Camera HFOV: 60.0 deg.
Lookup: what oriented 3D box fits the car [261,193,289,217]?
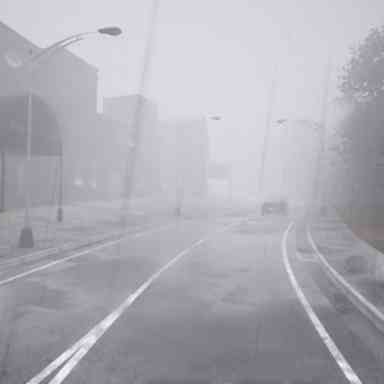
[{"bbox_3d":[7.061,1.151,28.105,1.882,1.535,5.008,0,1,21],"label":"car"}]

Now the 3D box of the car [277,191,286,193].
[{"bbox_3d":[15.673,0.593,58.376,1.812,1.442,4.674,0,1,8],"label":"car"}]

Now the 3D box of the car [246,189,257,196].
[{"bbox_3d":[12.860,0.052,72.410,2.128,1.511,4.902,0,2,1],"label":"car"}]
